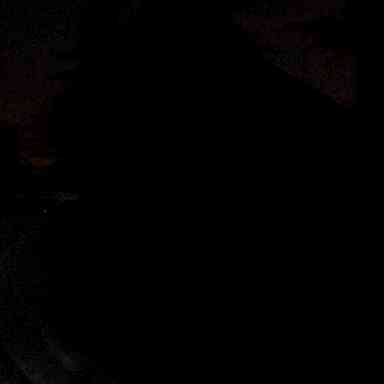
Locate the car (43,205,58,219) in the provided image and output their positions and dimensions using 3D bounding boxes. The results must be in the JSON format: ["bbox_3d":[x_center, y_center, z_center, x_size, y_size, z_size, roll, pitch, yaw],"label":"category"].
[{"bbox_3d":[-14.454,2.148,36.031,1.812,1.442,4.674,1,-1,-1],"label":"car"}]
